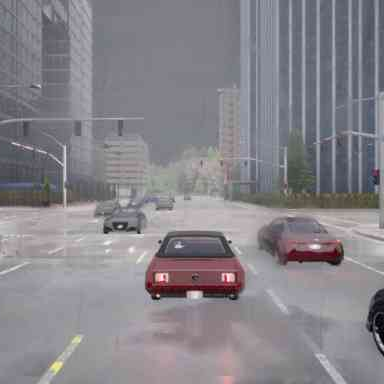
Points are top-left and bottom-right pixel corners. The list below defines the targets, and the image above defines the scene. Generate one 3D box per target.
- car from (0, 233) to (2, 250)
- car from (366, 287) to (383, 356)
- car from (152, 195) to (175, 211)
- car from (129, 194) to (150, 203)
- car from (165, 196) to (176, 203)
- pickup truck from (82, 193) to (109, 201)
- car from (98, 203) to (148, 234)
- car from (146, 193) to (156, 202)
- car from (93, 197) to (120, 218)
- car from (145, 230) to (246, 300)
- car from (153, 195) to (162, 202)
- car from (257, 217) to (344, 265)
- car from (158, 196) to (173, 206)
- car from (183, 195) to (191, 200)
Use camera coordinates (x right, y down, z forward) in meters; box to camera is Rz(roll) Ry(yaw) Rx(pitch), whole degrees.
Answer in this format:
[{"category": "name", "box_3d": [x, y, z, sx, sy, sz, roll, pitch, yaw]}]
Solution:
[{"category": "car", "box_3d": [-7.097, 1.505, 8.859, 1.837, 1.490, 4.892, 0, 0, 0]}, {"category": "car", "box_3d": [3.609, 1.564, 3.275, 1.994, 1.385, 4.181, 0, 0, -1]}, {"category": "car", "box_3d": [-3.478, 1.506, 40.668, 1.837, 1.490, 4.892, 0, 0, -11]}, {"category": "car", "box_3d": [-7.780, 1.491, 47.333, 2.128, 1.511, 4.902, 0, 0, 0]}, {"category": "car", "box_3d": [-4.493, 1.540, 69.798, 2.033, 1.411, 5.357, 0, 0, -1]}, {"category": "pickup truck", "box_3d": [-21.167, 1.058, 73.386, 2.390, 2.098, 6.274, 0, 0, 30]}, {"category": "car", "box_3d": [-3.670, 1.564, 18.867, 1.994, 1.385, 4.181, 0, 0, -1]}, {"category": "car", "box_3d": [-7.951, 1.222, 62.999, 2.150, 2.045, 5.566, 0, 0, 0]}, {"category": "car", "box_3d": [-7.395, 1.505, 29.799, 1.837, 1.490, 4.892, 0, 0, -1]}, {"category": "car", "box_3d": [0.074, 1.601, 8.329, 1.895, 1.301, 4.718, 0, 0, 0]}, {"category": "car", "box_3d": [-8.117, 1.518, 78.535, 1.812, 1.442, 4.674, 0, 0, -1]}, {"category": "car", "box_3d": [3.581, 1.564, 11.686, 1.994, 1.385, 4.181, 0, 0, 0]}, {"category": "car", "box_3d": [-4.368, 1.492, 55.000, 2.128, 1.511, 4.902, 0, 0, -1]}, {"category": "car", "box_3d": [-1.259, 1.552, 88.602, 1.994, 1.385, 4.181, 0, 0, -1]}]
